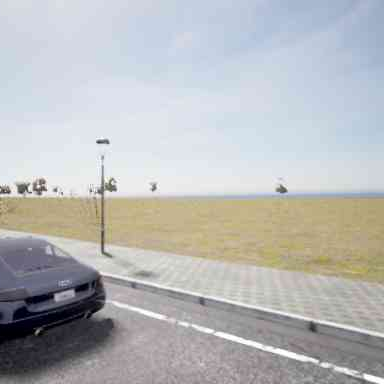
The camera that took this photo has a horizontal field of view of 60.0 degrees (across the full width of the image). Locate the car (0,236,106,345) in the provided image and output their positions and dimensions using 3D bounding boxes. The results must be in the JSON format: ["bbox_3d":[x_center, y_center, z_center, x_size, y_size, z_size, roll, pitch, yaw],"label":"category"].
[{"bbox_3d":[-3.568,1.551,6.280,4.181,1.385,1.994,0,0,36],"label":"car"}]
